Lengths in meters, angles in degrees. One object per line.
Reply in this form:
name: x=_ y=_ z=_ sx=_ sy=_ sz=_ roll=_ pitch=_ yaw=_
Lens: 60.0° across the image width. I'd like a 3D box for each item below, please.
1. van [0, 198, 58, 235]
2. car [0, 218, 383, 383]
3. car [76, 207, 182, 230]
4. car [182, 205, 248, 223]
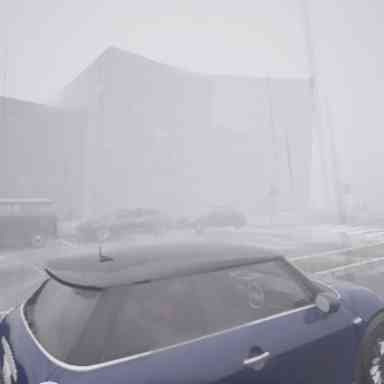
van: x=-7.766 y=1.235 z=13.133 sx=4.442 sy=1.987 sz=1.878 roll=0 pitch=0 yaw=-36
car: x=0.364 y=1.354 z=3.701 sx=4.553 sy=1.767 sz=2.097 roll=0 pitch=0 yaw=-36
car: x=-3.208 y=1.496 z=16.405 sx=4.792 sy=1.488 sz=2.163 roll=0 pitch=0 yaw=-36
car: x=1.248 y=1.512 z=19.623 sx=4.674 sy=1.452 sz=2.002 roll=0 pitch=-2 yaw=-36
